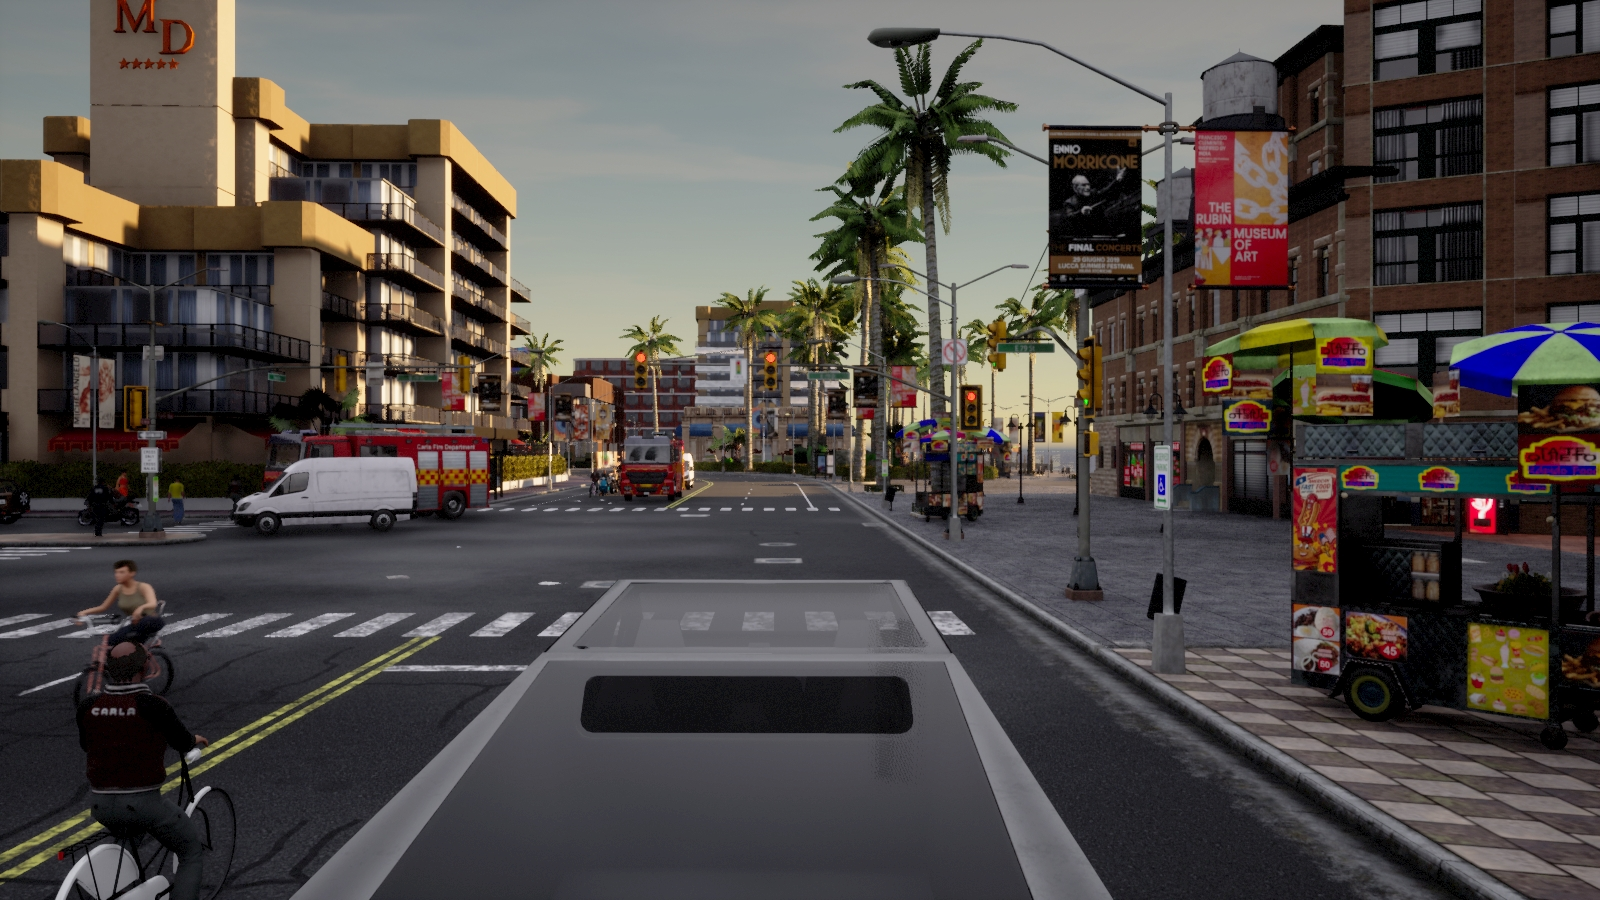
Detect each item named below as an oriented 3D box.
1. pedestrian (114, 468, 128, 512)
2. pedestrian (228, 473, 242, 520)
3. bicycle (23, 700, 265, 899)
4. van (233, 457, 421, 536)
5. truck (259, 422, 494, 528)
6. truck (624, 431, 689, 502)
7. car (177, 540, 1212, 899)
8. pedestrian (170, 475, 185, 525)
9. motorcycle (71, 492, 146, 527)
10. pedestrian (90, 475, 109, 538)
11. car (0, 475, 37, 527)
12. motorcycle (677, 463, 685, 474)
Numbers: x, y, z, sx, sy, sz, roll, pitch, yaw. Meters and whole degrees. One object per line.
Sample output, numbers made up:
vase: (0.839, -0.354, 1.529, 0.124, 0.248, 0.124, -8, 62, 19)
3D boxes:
pedestrian: (-29.102, 1.696, 48.972, 0.375, 1.860, 0.375, 0, 0, 6)
pedestrian: (-22.442, 1.848, 45.382, 0.375, 1.860, 0.375, 0, 0, 7)
bicycle: (-3.625, 2.210, 6.485, 0.329, 1.171, 1.835, 0, 0, 0)
van: (-16.451, 1.534, 39.813, 5.915, 2.561, 1.988, 0, 0, -27)
truck: (-16.585, 0.890, 45.386, 2.891, 3.827, 8.468, 0, 0, 40)
truck: (-8.113, 0.890, 65.657, 2.891, 3.827, 8.468, 0, 0, -1)
car: (-0.214, 1.754, 5.773, 2.390, 2.098, 6.274, 0, 0, 1)
pedestrian: (-23.053, 1.848, 42.302, 0.375, 1.860, 0.375, 0, 0, -2)
motorcycle: (-25.598, 2.205, 42.324, 2.209, 1.251, 0.867, 0, 0, -5)
pedestrian: (-21.155, 1.704, 34.499, 0.375, 1.860, 0.375, 0, 0, -12)
car: (-31.074, 1.864, 42.073, 4.605, 1.855, 1.932, 0, 0, -2)
motorcycle: (-14.189, 2.182, 136.549, 0.856, 1.236, 1.805, 0, 0, -1)
